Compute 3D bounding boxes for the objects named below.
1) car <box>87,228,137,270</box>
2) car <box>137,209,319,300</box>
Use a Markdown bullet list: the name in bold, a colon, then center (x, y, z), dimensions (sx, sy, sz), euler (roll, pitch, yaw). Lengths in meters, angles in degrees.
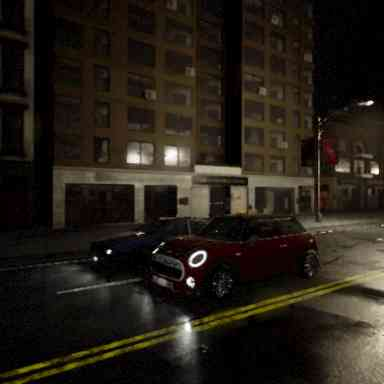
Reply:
- **car**: center (-0.633, 1.559, 11.221), dimensions (5.357, 1.411, 2.033), euler (0, 0, -35)
- **car**: center (1.185, 1.363, 8.525), dimensions (4.553, 1.767, 2.097), euler (0, 0, -36)
